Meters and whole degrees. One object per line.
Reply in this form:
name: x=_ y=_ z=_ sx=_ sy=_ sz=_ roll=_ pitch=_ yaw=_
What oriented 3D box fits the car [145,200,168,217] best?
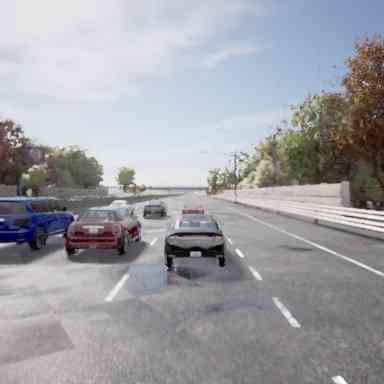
car: x=-3.389 y=1.518 z=31.231 sx=2.128 sy=1.511 sz=4.902 roll=0 pitch=0 yaw=0

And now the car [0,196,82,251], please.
car: x=-6.895 y=1.230 z=14.364 sx=2.150 sy=2.045 sz=5.566 roll=0 pitch=0 yaw=0

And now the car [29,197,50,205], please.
car: x=-27.987 y=1.617 z=61.097 sx=1.994 sy=1.385 sz=4.181 roll=0 pitch=0 yaw=0

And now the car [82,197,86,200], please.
car: x=-20.995 y=1.562 z=61.325 sx=1.837 sy=1.490 sz=4.892 roll=0 pitch=0 yaw=0

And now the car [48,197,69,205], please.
car: x=-24.489 y=1.662 z=61.217 sx=1.895 sy=1.301 sz=4.718 roll=0 pitch=0 yaw=0

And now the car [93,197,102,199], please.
car: x=-17.493 y=1.666 z=61.755 sx=1.895 sy=1.301 sz=4.718 roll=0 pitch=0 yaw=0

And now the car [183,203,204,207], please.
car: x=0.111 y=1.625 z=29.801 sx=1.895 sy=1.301 sz=4.718 roll=0 pitch=0 yaw=0

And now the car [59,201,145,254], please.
car: x=-3.396 y=1.359 z=13.588 sx=2.097 sy=1.767 sz=4.553 roll=0 pitch=0 yaw=0

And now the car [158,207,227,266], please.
car: x=0.104 y=1.498 z=11.598 sx=2.128 sy=1.511 sz=4.902 roll=0 pitch=0 yaw=0

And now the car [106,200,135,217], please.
car: x=-6.891 y=1.553 z=32.336 sx=1.812 sy=1.442 sz=4.674 roll=0 pitch=0 yaw=0
